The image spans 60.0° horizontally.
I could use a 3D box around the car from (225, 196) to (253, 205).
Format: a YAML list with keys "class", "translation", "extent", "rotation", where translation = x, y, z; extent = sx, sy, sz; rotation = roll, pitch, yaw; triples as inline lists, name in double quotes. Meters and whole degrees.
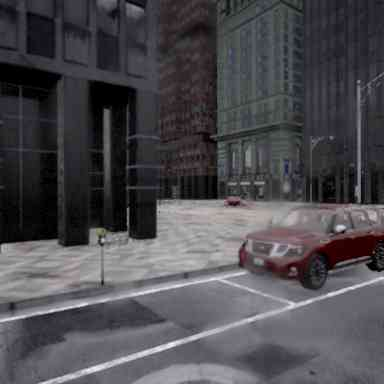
- class: "car"
  translation: [7.116, 1.421, 50.166]
  extent: [2.097, 1.767, 4.553]
  rotation: [0, 0, -35]

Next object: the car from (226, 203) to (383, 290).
- class: "car"
  translation: [3.610, 1.305, 9.227]
  extent: [5.009, 1.841, 2.192]
  rotation: [0, 0, -35]
